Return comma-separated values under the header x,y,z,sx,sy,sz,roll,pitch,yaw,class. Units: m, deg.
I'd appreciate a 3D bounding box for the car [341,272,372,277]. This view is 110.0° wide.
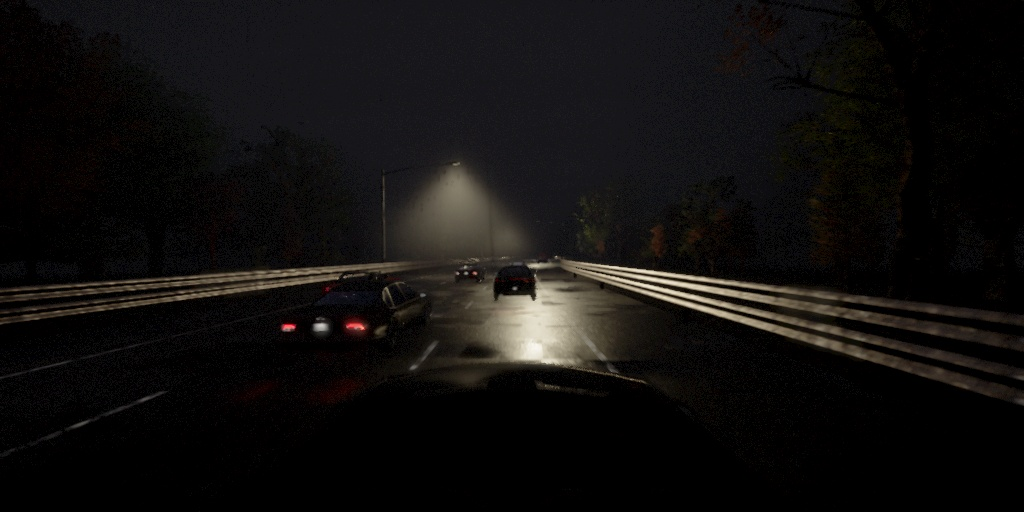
x,y,z,sx,sy,sz,roll,pitch,yaw,class
-6.851,1.384,16.943,1.895,1.301,4.718,-1,0,1,car

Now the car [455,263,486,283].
x,y,z,sx,sy,sz,roll,pitch,yaw,class
-3.154,1.254,27.721,2.033,1.411,5.357,-1,0,2,car

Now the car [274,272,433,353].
x,y,z,sx,sy,sz,roll,pitch,yaw,class
-3.406,1.314,8.919,2.033,1.411,5.357,-1,0,0,car

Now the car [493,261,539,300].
x,y,z,sx,sy,sz,roll,pitch,yaw,class
0.154,1.174,17.412,1.882,1.535,5.008,-1,0,1,car
